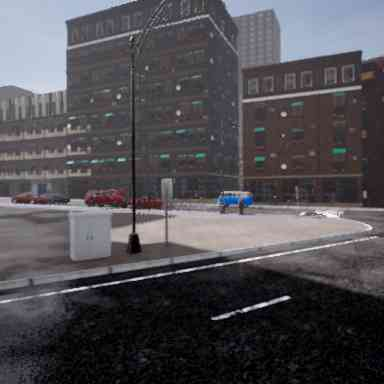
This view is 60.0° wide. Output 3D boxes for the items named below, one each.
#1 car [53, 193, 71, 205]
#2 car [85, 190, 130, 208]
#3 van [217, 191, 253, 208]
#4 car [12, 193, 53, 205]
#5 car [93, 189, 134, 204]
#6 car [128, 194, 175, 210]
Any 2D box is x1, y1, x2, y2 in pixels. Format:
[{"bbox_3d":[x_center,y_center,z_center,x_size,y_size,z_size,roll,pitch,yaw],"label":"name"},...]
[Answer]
[{"bbox_3d":[-17.112,0.819,41.116,4.181,1.385,1.994,1,1,24],"label":"car"},{"bbox_3d":[-8.819,0.738,34.655,5.009,1.841,2.192,1,0,24],"label":"car"},{"bbox_3d":[4.954,0.838,37.770,3.998,1.788,1.690,1,0,24],"label":"van"},{"bbox_3d":[-19.146,0.810,39.176,4.507,1.381,1.887,1,0,24],"label":"car"},{"bbox_3d":[-10.522,0.580,44.549,5.009,1.841,2.192,1,0,24],"label":"car"},{"bbox_3d":[-3.665,1.082,32.394,4.206,1.307,1.802,1,0,24],"label":"car"}]
